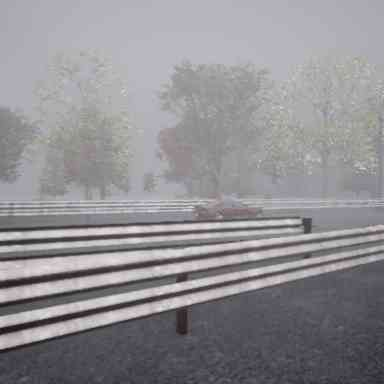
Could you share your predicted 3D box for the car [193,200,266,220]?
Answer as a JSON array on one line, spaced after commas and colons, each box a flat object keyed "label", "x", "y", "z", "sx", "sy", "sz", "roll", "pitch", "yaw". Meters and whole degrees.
[{"label": "car", "x": 2.486, "y": 1.253, "z": 21.571, "sx": 5.008, "sy": 1.535, "sz": 1.882, "roll": 0, "pitch": 0, "yaw": -26}]
